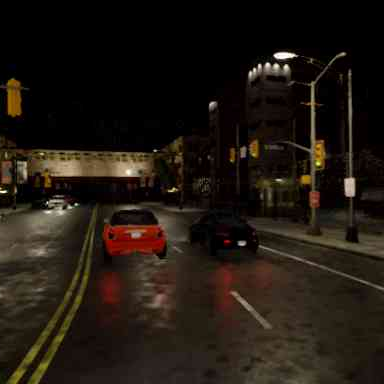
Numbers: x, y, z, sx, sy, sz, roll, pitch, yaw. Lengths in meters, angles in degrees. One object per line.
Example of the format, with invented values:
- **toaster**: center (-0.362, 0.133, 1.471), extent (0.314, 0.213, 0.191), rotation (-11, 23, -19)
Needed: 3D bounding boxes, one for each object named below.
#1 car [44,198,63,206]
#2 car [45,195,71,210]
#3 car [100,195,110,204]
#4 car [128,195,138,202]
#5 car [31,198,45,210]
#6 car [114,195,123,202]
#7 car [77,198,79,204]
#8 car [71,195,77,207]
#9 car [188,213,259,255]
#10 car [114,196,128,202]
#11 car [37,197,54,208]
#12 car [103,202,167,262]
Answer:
- **car**: center (-27.791, 1.949, 67.092), extent (2.231, 1.521, 4.892), rotation (0, 0, -6)
- **car**: center (-19.651, 1.560, 48.927), extent (2.150, 2.045, 5.566), rotation (0, 0, -15)
- **car**: center (-20.364, 1.701, 77.845), extent (2.150, 2.045, 5.566), rotation (0, 0, -15)
- **car**: center (-14.701, 2.068, 82.410), extent (1.895, 1.301, 4.718), rotation (0, 0, -16)
- **car**: center (-23.059, 1.843, 50.555), extent (2.097, 1.535, 5.008), rotation (0, 0, -16)
- **car**: center (-19.697, 1.818, 88.777), extent (2.097, 1.767, 4.553), rotation (0, 0, -16)
- **car**: center (-27.256, 1.835, 76.521), extent (2.097, 1.767, 4.553), rotation (0, 0, -15)
- **car**: center (-23.131, 1.634, 61.552), extent (2.150, 2.045, 5.566), rotation (0, 0, -15)
- **car**: center (1.149, 1.586, 13.533), extent (1.812, 1.442, 4.674), rotation (0, 0, -14)
- **car**: center (-16.984, 2.003, 78.755), extent (2.033, 1.411, 5.357), rotation (0, 0, -15)
- **car**: center (-24.924, 1.757, 56.706), extent (2.185, 1.767, 4.553), rotation (0, 0, -16)
- **car**: center (-2.306, 1.427, 12.822), extent (2.097, 1.767, 4.553), rotation (0, 0, -14)
